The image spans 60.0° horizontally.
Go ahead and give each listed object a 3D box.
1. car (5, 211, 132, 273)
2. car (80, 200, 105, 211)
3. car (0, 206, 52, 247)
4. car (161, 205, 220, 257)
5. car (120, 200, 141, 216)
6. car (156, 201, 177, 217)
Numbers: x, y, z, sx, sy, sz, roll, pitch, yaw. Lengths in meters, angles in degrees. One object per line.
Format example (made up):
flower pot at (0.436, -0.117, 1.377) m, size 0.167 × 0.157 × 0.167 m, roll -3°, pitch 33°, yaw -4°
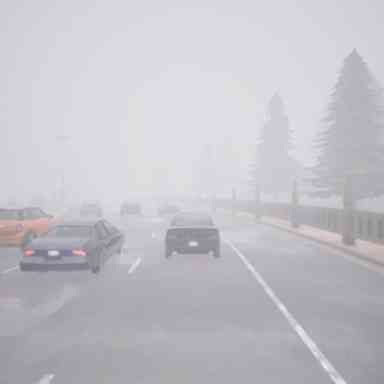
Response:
car at (-3.460, 1.554, 10.680) m, size 2.033 × 1.411 × 5.357 m, roll 0°, pitch 0°, yaw -1°
car at (-9.248, 1.512, 30.916) m, size 2.128 × 1.511 × 4.902 m, roll 0°, pitch 0°, yaw -12°
car at (-7.109, 1.362, 14.000) m, size 2.097 × 1.767 × 4.553 m, roll 0°, pitch 0°, yaw -3°
car at (-0.042, 1.486, 12.986) m, size 1.882 × 1.535 × 5.008 m, roll 0°, pitch 0°, yaw -2°
car at (-5.994, 1.499, 32.471) m, size 1.882 × 1.535 × 5.008 m, roll 0°, pitch 0°, yaw -12°
car at (-2.341, 1.547, 31.947) m, size 1.812 × 1.442 × 4.674 m, roll 0°, pitch 0°, yaw -12°
